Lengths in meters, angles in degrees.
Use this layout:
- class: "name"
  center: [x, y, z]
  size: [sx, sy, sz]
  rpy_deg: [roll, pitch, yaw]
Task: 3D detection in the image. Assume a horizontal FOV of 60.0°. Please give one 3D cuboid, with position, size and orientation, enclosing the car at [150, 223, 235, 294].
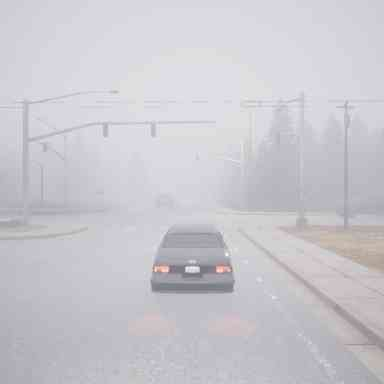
- class: "car"
  center: [0.029, 1.545, 8.963]
  size: [2.033, 1.411, 5.357]
  rpy_deg: [0, 0, 0]

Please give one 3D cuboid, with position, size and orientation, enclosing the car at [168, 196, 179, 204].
- class: "car"
  center: [-3.578, 1.525, 65.898]
  size: [1.812, 1.442, 4.674]
  rpy_deg: [0, 0, 1]

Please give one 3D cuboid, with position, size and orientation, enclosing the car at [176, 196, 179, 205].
- class: "car"
  center: [-3.697, 1.351, 55.624]
  size: [2.097, 1.767, 4.553]
  rpy_deg: [0, 0, 0]

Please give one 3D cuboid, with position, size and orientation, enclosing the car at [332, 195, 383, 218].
- class: "car"
  center: [15.531, 1.248, 29.618]
  size: [5.566, 2.045, 2.150]
  rpy_deg: [0, 0, 1]

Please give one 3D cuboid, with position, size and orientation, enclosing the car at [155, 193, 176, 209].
- class: "car"
  center: [-3.703, 1.221, 45.614]
  size: [2.150, 2.045, 5.566]
  rpy_deg: [0, 0, 0]
